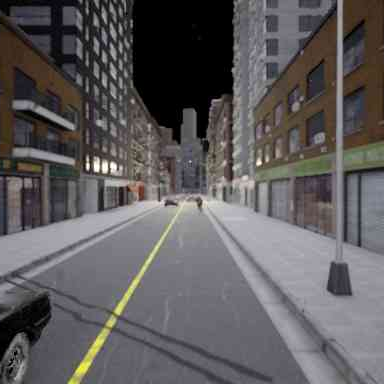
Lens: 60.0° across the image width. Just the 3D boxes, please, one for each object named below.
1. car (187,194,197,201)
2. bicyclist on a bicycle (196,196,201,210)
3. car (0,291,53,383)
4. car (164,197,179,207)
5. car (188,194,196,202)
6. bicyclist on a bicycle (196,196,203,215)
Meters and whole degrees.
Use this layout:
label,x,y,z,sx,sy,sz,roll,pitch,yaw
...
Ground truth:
label,x,y,z,sx,sy,sz,roll,pitch,yaw
car,0.007,1.187,78.699,2.128,1.511,4.902,0,0,0
bicyclist on a bicycle,0.757,1.265,39.598,0.582,1.620,1.656,0,0,0
car,-2.852,1.588,2.354,1.895,1.301,4.718,0,0,0
car,-2.823,1.333,46.139,2.033,1.411,5.357,0,0,0
car,0.027,1.244,69.146,2.033,1.411,5.357,0,0,1
bicyclist on a bicycle,0.758,1.305,30.602,0.582,1.620,1.656,0,0,0
